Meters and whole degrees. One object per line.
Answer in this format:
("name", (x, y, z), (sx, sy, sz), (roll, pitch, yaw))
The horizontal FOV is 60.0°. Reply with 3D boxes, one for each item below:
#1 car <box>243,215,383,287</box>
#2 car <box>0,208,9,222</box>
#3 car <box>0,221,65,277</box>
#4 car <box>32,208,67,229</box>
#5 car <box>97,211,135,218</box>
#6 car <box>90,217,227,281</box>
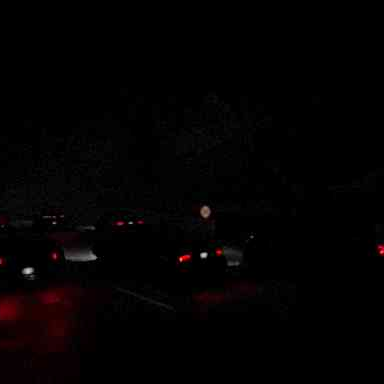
("car", (3.793, 1.542, 10.252), (4.553, 1.767, 2.097), (-1, -2, 44))
("car", (-14.262, 1.866, 23.808), (1.882, 1.535, 5.008), (0, -1, -32))
("car", (-5.645, 1.818, 10.505), (1.895, 1.301, 4.718), (1, -1, -37))
("car", (-10.516, 1.896, 24.399), (2.128, 1.511, 4.902), (0, -1, -32))
("car", (-4.998, 1.937, 22.076), (2.033, 1.411, 5.357), (0, -1, -31))
("car", (-1.334, 1.756, 10.663), (2.033, 1.411, 5.357), (1, -1, -41))
